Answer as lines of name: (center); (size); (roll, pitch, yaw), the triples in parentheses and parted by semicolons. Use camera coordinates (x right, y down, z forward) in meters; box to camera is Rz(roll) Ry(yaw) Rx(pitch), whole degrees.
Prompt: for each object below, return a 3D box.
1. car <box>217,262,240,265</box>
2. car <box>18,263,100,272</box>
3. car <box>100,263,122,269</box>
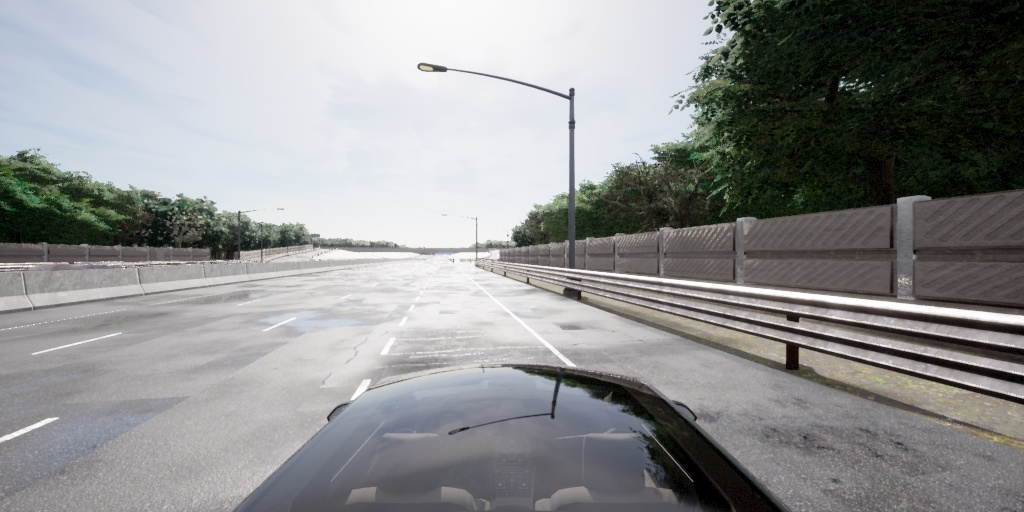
car: (-32.167, 1.345, 40.723); (1.994, 1.385, 4.181); (0, 0, -11)
car: (-32.899, 1.284, 25.579); (1.812, 1.442, 4.674); (0, 0, -11)
car: (-37.628, 1.315, 31.805); (2.033, 1.411, 5.357); (0, 0, -11)
